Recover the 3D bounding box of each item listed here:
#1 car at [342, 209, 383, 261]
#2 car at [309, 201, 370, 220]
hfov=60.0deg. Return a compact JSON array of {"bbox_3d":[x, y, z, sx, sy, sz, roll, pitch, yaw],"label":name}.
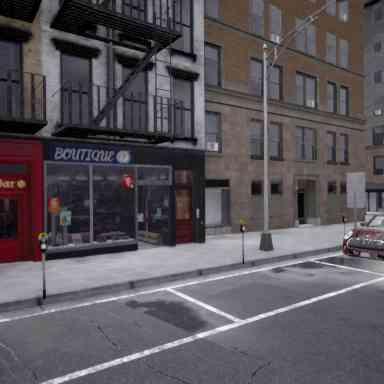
[{"bbox_3d":[7.036,1.442,11.586,4.097,1.590,1.967,0,-1,-36],"label":"car"},{"bbox_3d":[13.916,1.665,31.696,1.882,1.535,5.008,-1,0,-37],"label":"car"}]
